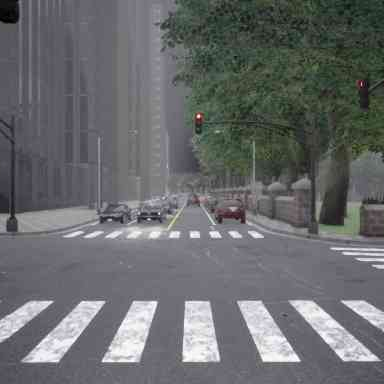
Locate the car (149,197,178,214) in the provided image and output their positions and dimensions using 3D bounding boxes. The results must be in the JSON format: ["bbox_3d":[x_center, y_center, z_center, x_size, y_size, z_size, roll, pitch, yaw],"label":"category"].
[{"bbox_3d":[-3.001,1.569,35.518,2.033,1.411,5.357,0,0,1],"label":"car"}]

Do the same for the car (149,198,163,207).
[{"bbox_3d":[-5.624,1.623,52.546,1.802,1.307,4.206,0,0,0],"label":"car"}]

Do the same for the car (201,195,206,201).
[{"bbox_3d":[2.901,1.481,52.530,1.967,1.590,4.097,0,0,0],"label":"car"}]

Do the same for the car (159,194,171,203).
[{"bbox_3d":[-5.581,1.376,68.917,2.192,1.841,5.009,0,0,0],"label":"car"}]

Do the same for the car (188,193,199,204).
[{"bbox_3d":[0.276,1.281,68.313,2.150,2.045,5.566,0,0,0],"label":"car"}]

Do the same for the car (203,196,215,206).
[{"bbox_3d":[2.915,1.488,57.986,1.967,1.590,4.097,0,0,0],"label":"car"}]

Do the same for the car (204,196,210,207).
[{"bbox_3d":[2.872,1.580,41.616,2.008,1.369,4.403,0,0,0],"label":"car"}]

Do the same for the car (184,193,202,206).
[{"bbox_3d":[0.243,1.396,54.798,2.097,1.767,4.553,0,0,0],"label":"car"}]

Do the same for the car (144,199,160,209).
[{"bbox_3d":[-5.639,1.617,47.089,1.802,1.307,4.206,0,0,0],"label":"car"}]

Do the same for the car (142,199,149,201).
[{"bbox_3d":[-5.653,1.580,41.631,2.008,1.369,4.403,0,0,0],"label":"car"}]

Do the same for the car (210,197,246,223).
[{"bbox_3d":[2.829,1.326,25.248,2.192,1.841,5.009,0,0,0],"label":"car"}]

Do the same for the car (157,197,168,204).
[{"bbox_3d":[-5.596,1.636,63.460,1.802,1.307,4.206,0,0,0],"label":"car"}]

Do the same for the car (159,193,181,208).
[{"bbox_3d":[-2.968,1.386,45.793,2.097,1.767,4.553,0,0,0],"label":"car"}]

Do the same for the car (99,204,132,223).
[{"bbox_3d":[-5.696,1.577,25.261,1.947,1.339,4.313,0,0,0],"label":"car"}]

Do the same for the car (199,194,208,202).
[{"bbox_3d":[2.587,1.425,75.874,2.097,1.767,4.553,0,0,0],"label":"car"}]

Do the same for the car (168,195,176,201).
[{"bbox_3d":[-5.524,1.535,90.745,1.967,1.590,4.097,0,0,0],"label":"car"}]

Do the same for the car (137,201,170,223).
[{"bbox_3d":[-3.032,1.612,25.700,1.895,1.301,4.718,0,0,0],"label":"car"}]

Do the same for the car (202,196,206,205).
[{"bbox_3d":[2.886,1.586,47.073,2.008,1.369,4.403,0,0,0],"label":"car"}]

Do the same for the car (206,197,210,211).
[{"bbox_3d":[2.858,1.589,36.160,1.947,1.339,4.313,0,0,0],"label":"car"}]
